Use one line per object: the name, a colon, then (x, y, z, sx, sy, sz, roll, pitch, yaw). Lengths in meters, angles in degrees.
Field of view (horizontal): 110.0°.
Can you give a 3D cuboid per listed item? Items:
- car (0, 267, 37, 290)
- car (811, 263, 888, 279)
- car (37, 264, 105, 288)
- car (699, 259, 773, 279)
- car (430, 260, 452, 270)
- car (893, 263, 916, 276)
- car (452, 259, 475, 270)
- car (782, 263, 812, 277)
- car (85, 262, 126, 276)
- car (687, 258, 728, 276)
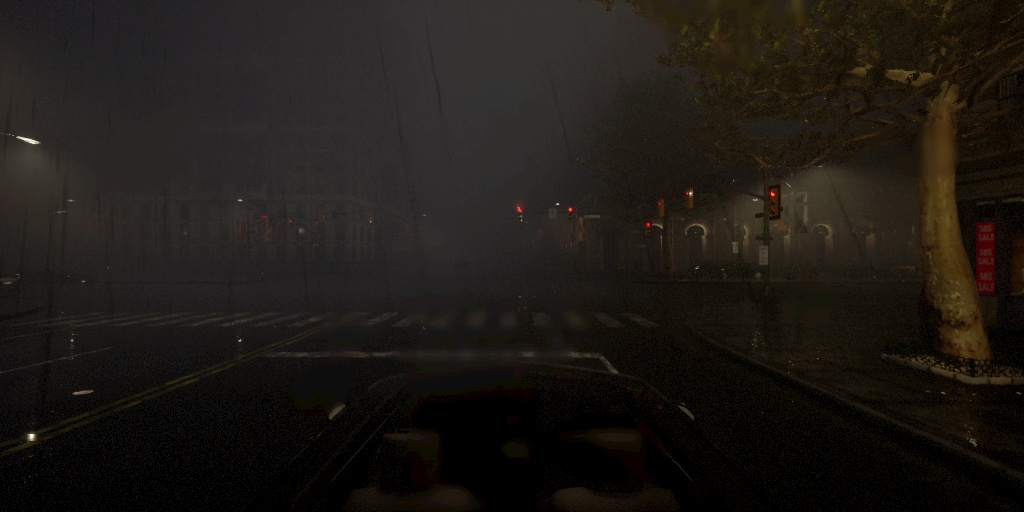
car: (-30.498, 1.242, 20.012, 4.902, 1.511, 2.128, 0, 0, 1)
car: (29.384, 1.351, 31.162, 4.718, 1.301, 1.895, 0, 0, 1)
car: (-30.276, 1.351, 23.508, 4.718, 1.301, 1.895, 0, 0, 1)
car: (19.437, 1.255, 31.252, 4.892, 1.490, 1.837, 0, 0, 1)
car: (-10.428, 1.314, 51.788, 1.994, 1.385, 4.181, 0, 0, 0)
car: (39.861, 1.228, 34.556, 5.008, 1.535, 1.882, 0, 0, 1)
car: (-6.930, 1.228, 51.372, 1.882, 1.535, 5.008, 0, 0, 0)
car: (29.398, 1.351, 34.662, 4.718, 1.301, 1.895, 0, 0, 1)
car: (-40.882, 1.276, 35.277, 4.674, 1.442, 1.812, 0, 0, 0)
car: (19.458, 1.102, 34.754, 4.553, 1.767, 2.097, 0, 0, 0)
